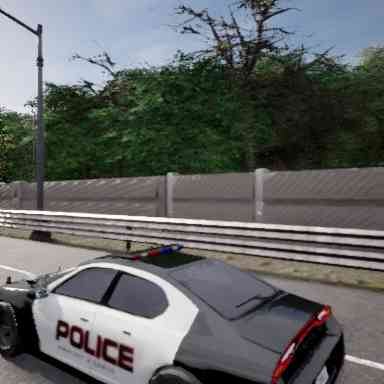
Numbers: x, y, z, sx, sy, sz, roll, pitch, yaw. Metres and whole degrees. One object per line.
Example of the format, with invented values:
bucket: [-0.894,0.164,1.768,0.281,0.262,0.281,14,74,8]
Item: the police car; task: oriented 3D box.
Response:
police car: [-0.790,1.509,4.433,4.974,1.542,2.038,0,0,36]
